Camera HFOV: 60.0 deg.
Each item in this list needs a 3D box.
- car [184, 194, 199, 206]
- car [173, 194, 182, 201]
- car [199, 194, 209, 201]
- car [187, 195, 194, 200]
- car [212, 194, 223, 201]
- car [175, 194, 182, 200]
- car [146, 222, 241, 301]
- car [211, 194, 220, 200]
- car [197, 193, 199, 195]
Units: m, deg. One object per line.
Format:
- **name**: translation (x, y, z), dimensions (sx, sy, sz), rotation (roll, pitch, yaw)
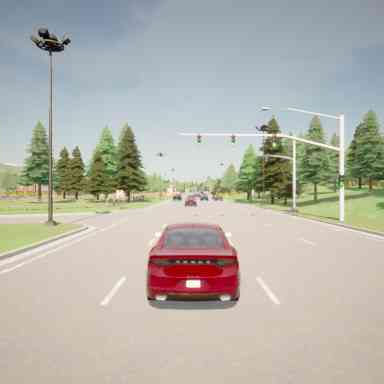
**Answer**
- **car**: translation (-0.194, 1.525, 52.979), dimensions (1.812, 1.442, 4.674), rotation (0, 0, 0)
- **car**: translation (-3.807, 1.469, 83.579), dimensions (1.882, 1.535, 5.008), rotation (0, 0, 0)
- **car**: translation (3.191, 1.516, 84.022), dimensions (1.812, 1.442, 4.674), rotation (0, 0, 0)
- **car**: translation (-0.346, 1.427, 94.042), dimensions (1.895, 1.301, 4.718), rotation (0, 0, 0)
- **car**: translation (6.693, 1.516, 83.618), dimensions (2.128, 1.511, 4.902), rotation (0, 0, 0)
- **car**: translation (-3.846, 1.310, 93.999), dimensions (1.882, 1.535, 5.008), rotation (0, 0, 0)
- **car**: translation (0.032, 1.478, 8.377), dimensions (1.882, 1.535, 5.008), rotation (0, 0, 0)
- **car**: translation (6.654, 1.372, 94.038), dimensions (2.033, 1.411, 5.357), rotation (0, 0, 0)
- **car**: translation (3.154, 1.357, 94.025), dimensions (2.128, 1.511, 4.902), rotation (0, 0, 0)
